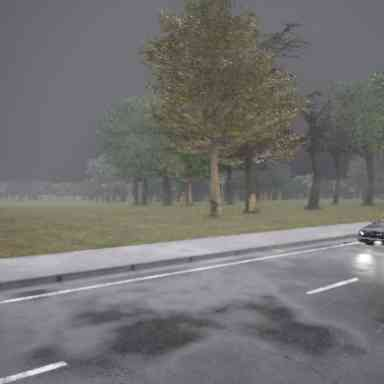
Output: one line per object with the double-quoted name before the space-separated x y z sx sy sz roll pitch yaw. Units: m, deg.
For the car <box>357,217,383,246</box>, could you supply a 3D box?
"car" 9.301 1.554 14.275 5.357 1.411 2.033 0 0 -35
